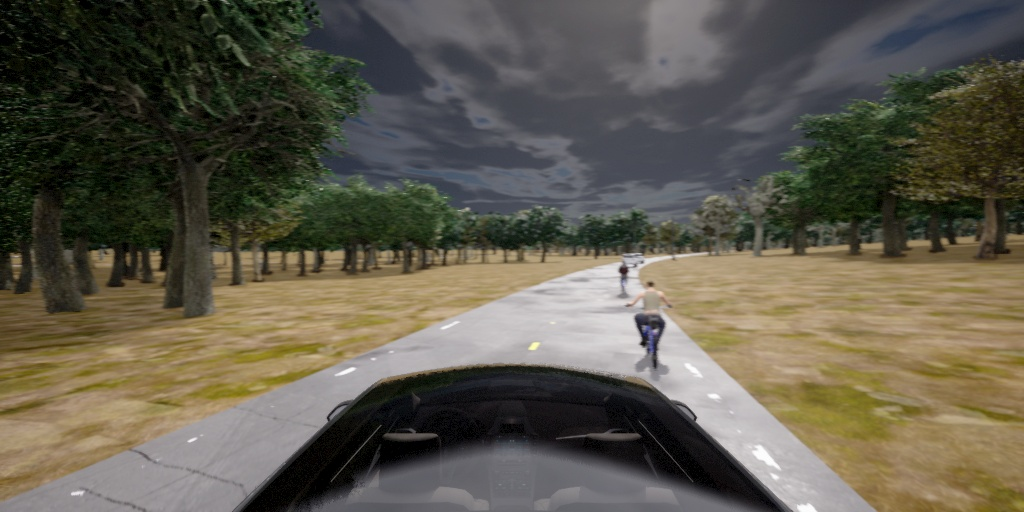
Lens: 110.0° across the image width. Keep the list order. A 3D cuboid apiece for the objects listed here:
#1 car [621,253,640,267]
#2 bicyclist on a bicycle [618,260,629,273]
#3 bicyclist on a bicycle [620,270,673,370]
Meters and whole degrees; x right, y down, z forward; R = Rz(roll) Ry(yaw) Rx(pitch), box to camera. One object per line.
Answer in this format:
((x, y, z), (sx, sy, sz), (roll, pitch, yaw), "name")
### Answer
((18.610, 0.715, 56.747), (2.150, 2.045, 5.566), (-1, 0, 23), "car")
((5.816, 1.103, 18.633), (0.659, 1.776, 1.843), (-1, 0, 16), "bicyclist on a bicycle")
((2.586, 1.171, 6.713), (0.866, 1.612, 1.509), (-1, 0, 14), "bicyclist on a bicycle")
